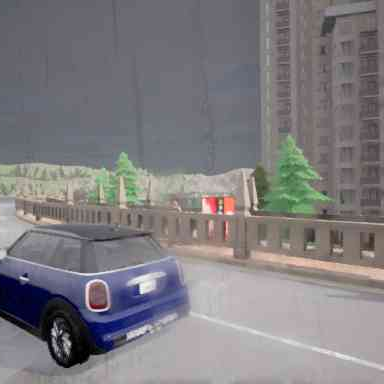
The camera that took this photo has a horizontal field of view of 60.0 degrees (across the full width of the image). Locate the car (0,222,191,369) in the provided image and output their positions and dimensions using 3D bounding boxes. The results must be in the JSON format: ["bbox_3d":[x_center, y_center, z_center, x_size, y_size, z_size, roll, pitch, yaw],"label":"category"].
[{"bbox_3d":[-2.265,1.351,6.027,4.553,1.767,2.097,0,0,39],"label":"car"}]

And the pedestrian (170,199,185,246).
[{"bbox_3d":[-0.616,1.132,12.853,0.375,1.860,0.375,-1,-1,42],"label":"pedestrian"}]

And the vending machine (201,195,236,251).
[{"bbox_3d":[1.055,1.186,13.218,0.880,2.100,1.100,-1,0,41],"label":"vending machine"}]
